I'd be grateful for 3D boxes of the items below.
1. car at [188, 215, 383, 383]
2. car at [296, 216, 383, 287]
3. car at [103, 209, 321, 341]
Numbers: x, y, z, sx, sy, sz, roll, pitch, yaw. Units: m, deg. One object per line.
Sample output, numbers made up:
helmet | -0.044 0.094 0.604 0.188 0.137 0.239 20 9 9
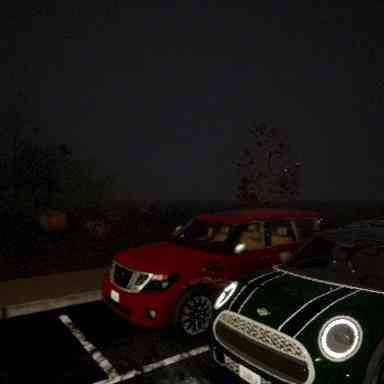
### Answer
car | 2.439 1.351 4.813 4.553 1.767 2.097 0 0 -36
car | 5.350 1.548 9.907 4.403 1.369 2.008 0 1 -36
car | 0.845 1.314 6.689 5.009 1.841 2.192 0 1 -36
